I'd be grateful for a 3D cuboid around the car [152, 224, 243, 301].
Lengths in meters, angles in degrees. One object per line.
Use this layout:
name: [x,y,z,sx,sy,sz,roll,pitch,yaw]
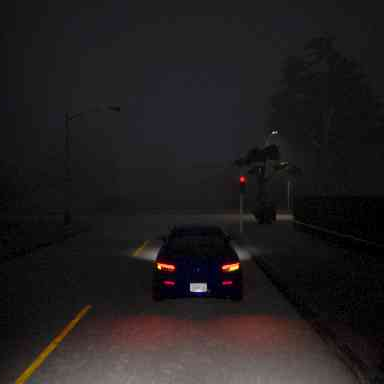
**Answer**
car: [0.122,1.526,8.192,1.812,1.442,4.674,0,0,0]
